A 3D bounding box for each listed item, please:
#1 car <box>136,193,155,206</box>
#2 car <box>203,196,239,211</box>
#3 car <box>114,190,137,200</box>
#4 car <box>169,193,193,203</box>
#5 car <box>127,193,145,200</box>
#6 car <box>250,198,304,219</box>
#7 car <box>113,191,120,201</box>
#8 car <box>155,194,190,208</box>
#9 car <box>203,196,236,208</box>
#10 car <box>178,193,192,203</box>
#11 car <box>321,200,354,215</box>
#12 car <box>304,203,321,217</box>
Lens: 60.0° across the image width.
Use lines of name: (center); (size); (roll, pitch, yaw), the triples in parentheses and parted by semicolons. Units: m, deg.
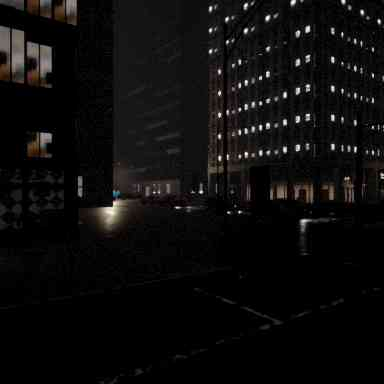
car: (-5.425, 1.094, 45.011); (1.752, 1.417, 4.829); (1, 0, -33)
car: (3.164, 1.189, 36.463); (2.128, 1.511, 4.902); (0, 1, -32)
car: (-13.275, 0.786, 65.980); (1.882, 1.535, 5.008); (0, 1, -36)
car: (-1.855, 0.926, 54.351); (1.967, 1.590, 4.097); (1, 0, -35)
car: (-11.498, 0.864, 67.799); (1.947, 1.339, 4.313); (1, 0, -36)
car: (6.417, 1.399, 26.558); (1.802, 1.307, 4.206); (1, 0, -32)
car: (-14.969, 0.919, 58.893); (1.887, 1.381, 4.507); (1, 0, -35)
car: (-2.477, 1.211, 40.515); (1.802, 1.307, 4.206); (1, 0, -33)
car: (3.368, 1.207, 41.657); (1.994, 1.385, 4.181); (0, 1, -33)
car: (-2.444, 1.058, 45.176); (1.882, 1.535, 5.008); (0, 1, -34)
car: (13.037, 1.377, 31.249); (1.802, 1.307, 4.206); (1, 0, -32)
car: (8.182, 1.309, 28.499); (1.837, 1.490, 4.892); (0, 1, -32)
